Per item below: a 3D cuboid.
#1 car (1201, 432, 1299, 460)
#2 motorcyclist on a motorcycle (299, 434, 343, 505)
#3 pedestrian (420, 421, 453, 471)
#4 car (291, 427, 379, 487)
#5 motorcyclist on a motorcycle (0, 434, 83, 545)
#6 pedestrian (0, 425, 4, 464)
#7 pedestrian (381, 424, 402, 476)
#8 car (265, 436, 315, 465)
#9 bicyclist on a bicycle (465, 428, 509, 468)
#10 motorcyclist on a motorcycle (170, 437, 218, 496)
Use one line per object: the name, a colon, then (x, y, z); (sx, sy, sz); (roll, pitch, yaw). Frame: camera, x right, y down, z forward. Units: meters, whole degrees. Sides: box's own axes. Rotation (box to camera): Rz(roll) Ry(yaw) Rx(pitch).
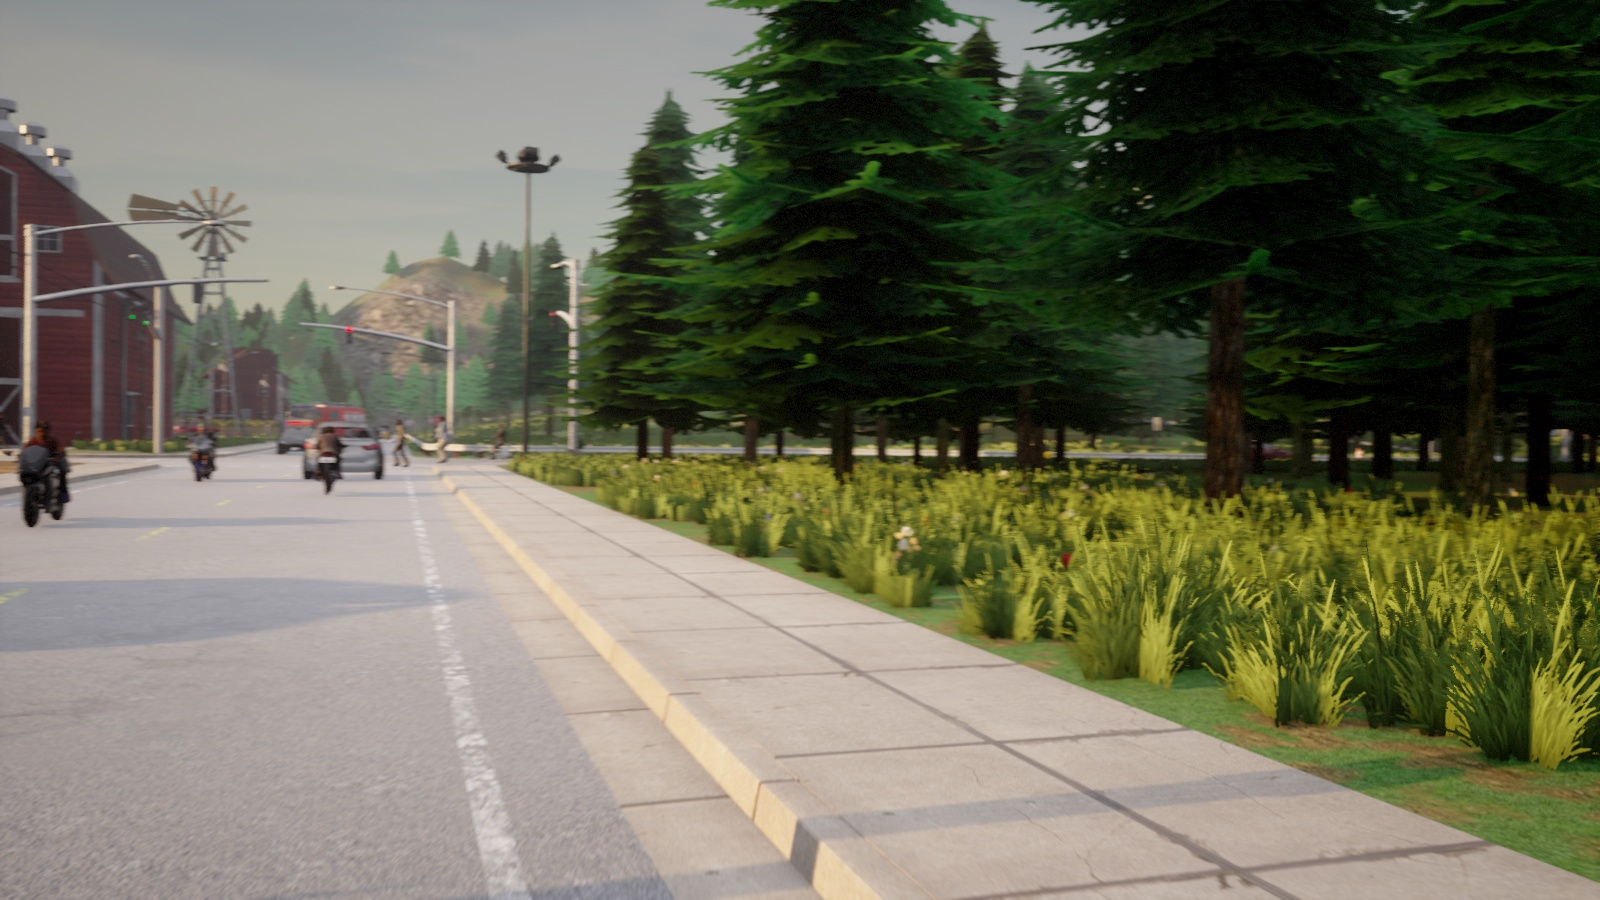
car: (23.463, -0.218, 65.468); (4.674, 1.442, 1.812); (0, 1, -17)
motorcyclist on a motorcycle: (-10.604, 0.405, 27.849); (0.797, 1.523, 2.044); (0, 1, -18)
pedestrian: (-13.561, -0.157, 46.873); (0.900, 1.855, 0.874); (0, 1, 6)
car: (-13.671, 0.159, 37.160); (2.242, 1.667, 4.611); (0, 1, -18)
motorcyclist on a motorcycle: (-11.153, 0.532, 18.321); (0.797, 1.523, 2.044); (0, 1, -18)
pedestrian: (-39.177, -0.264, 60.731); (0.899, 1.844, 0.634); (0, 1, -3)
pedestrian: (-15.172, -0.010, 46.595); (0.692, 1.930, 0.396); (0, 1, -13)
car: (-27.219, -0.017, 67.143); (2.163, 1.488, 4.792); (0, 1, -18)
bicyclist on a bicycle: (-14.055, -0.089, 56.399); (1.843, 1.776, 0.659); (0, 1, -19)
motorcyclist on a motorcycle: (-16.164, 0.408, 33.554); (0.866, 1.530, 2.191); (0, 1, -18)
